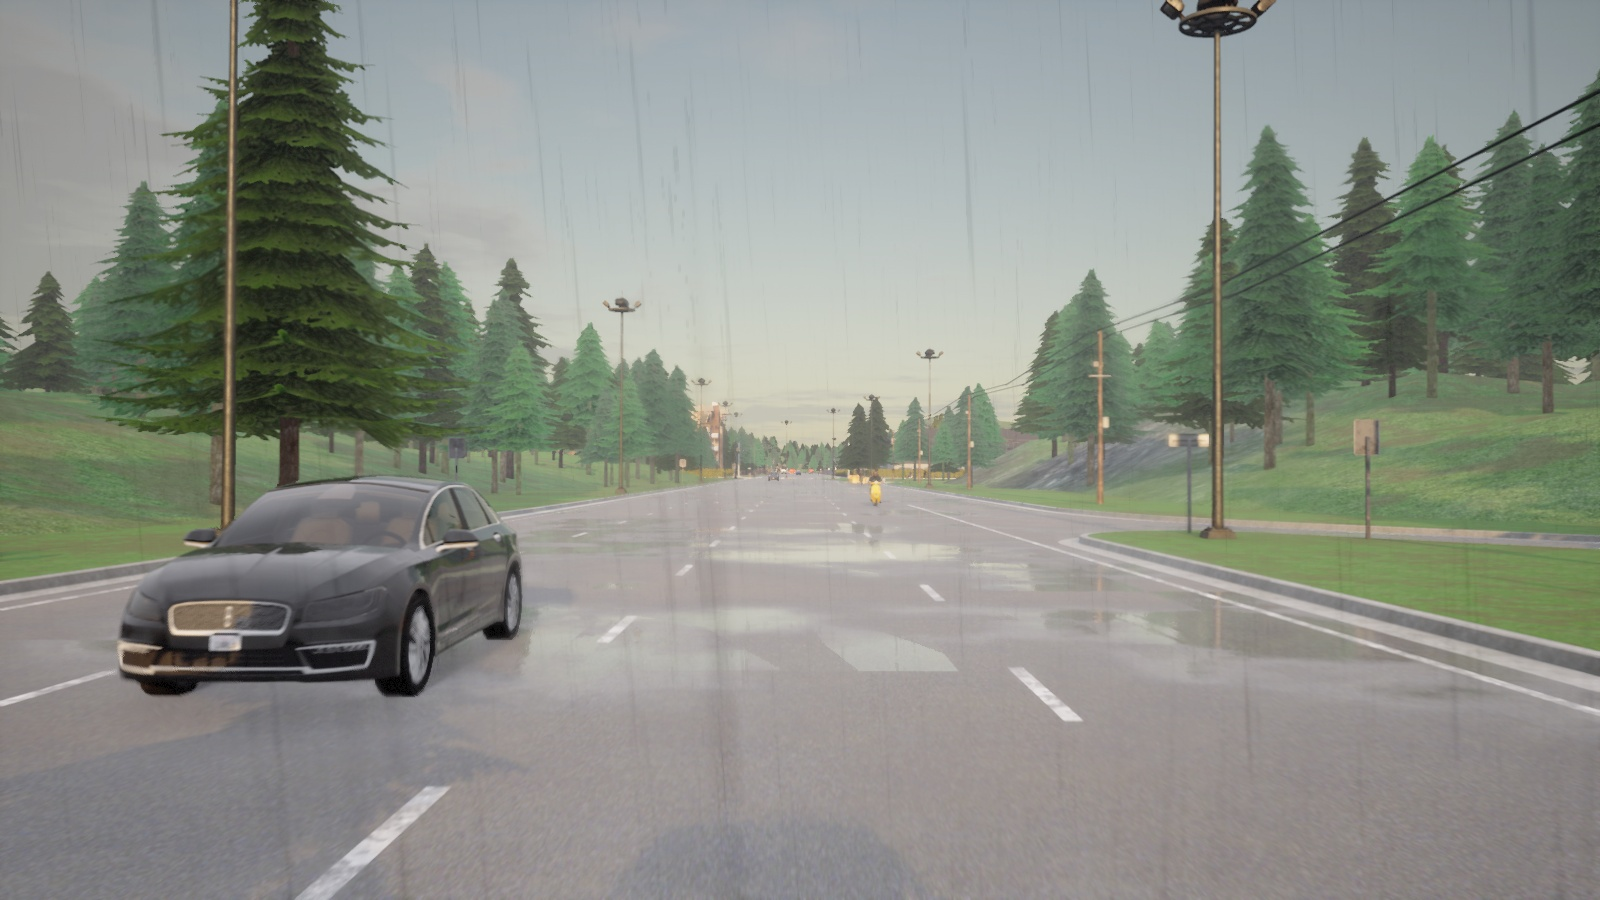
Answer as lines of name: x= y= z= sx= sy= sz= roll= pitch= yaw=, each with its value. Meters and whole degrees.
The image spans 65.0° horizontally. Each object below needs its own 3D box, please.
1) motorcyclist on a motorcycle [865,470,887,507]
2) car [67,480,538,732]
motorcyclist on a motorcycle: x=3.365 y=1.685 z=55.585 sx=0.866 sy=1.590 sz=1.817 roll=0 pitch=-1 yaw=0
car: x=-3.524 y=1.002 z=10.060 sx=1.837 sy=1.490 sz=4.892 roll=0 pitch=-1 yaw=0
